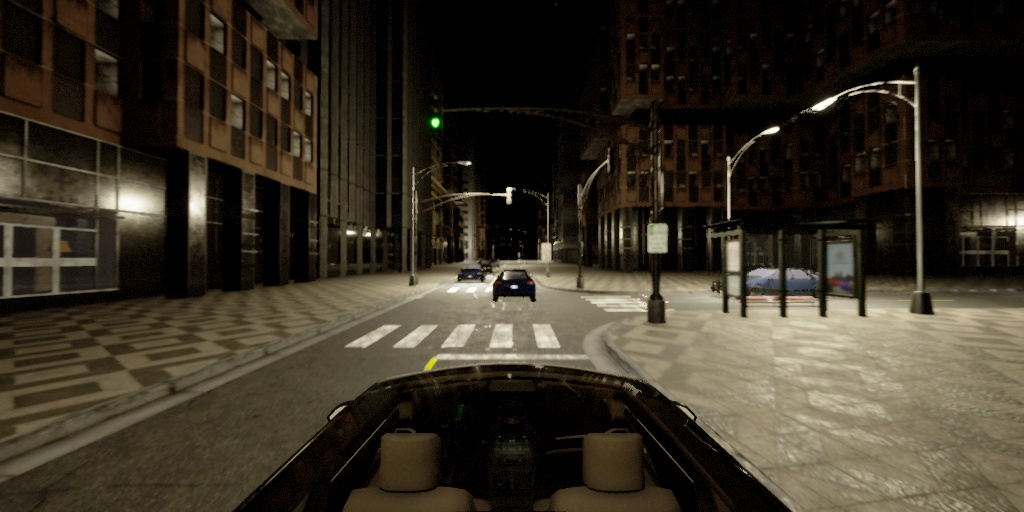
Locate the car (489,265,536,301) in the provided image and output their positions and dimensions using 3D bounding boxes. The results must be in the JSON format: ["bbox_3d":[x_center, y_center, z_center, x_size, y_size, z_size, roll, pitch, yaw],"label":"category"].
[{"bbox_3d":[0.100,1.319,17.490,1.994,1.385,4.181,0,0,0],"label":"car"}]

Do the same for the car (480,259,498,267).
[{"bbox_3d":[-3.076,1.230,40.532,2.128,1.511,4.902,0,0,1],"label":"car"}]

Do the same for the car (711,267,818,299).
[{"bbox_3d":[12.364,1.229,16.772,5.357,1.411,2.033,0,-1,-2],"label":"car"}]

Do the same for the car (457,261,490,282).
[{"bbox_3d":[-3.085,1.308,28.287,1.994,1.385,4.181,0,0,0],"label":"car"}]

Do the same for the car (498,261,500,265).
[{"bbox_3d":[-3.016,1.262,59.314,1.812,1.442,4.674,0,0,1],"label":"car"}]
